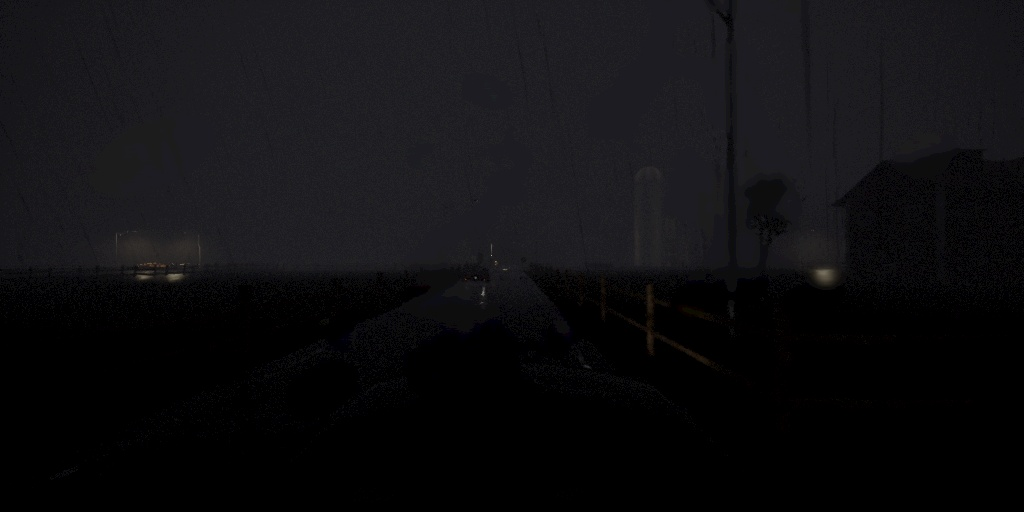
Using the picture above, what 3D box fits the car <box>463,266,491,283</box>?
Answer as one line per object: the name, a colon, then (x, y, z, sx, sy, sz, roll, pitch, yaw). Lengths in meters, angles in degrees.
car: (-2.852, 1.536, 30.051, 1.994, 1.385, 4.181, 0, -1, 0)
